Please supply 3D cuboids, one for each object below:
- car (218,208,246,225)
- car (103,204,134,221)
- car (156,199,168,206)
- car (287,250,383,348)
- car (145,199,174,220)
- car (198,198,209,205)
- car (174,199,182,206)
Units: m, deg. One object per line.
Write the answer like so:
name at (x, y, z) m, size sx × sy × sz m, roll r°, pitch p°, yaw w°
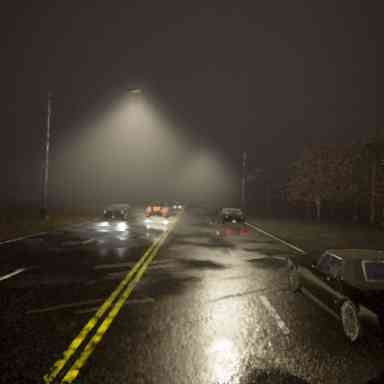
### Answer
car at (3.412, 2.087, 29.109) m, size 1.895 × 1.301 × 4.718 m, roll 2°, pitch 0°, yaw 0°
car at (-6.544, 1.785, 29.892) m, size 1.895 × 1.301 × 4.718 m, roll 2°, pitch -1°, yaw 0°
car at (-6.394, 2.177, 71.127) m, size 1.994 × 1.385 × 4.181 m, roll 2°, pitch -1°, yaw 0°
car at (3.396, 1.810, 6.620) m, size 1.895 × 1.301 × 4.718 m, roll 2°, pitch -1°, yaw 0°
car at (-3.266, 1.680, 32.694) m, size 2.097 × 1.767 × 4.553 m, roll 2°, pitch -1°, yaw 0°
car at (3.376, 2.474, 87.973) m, size 2.097 × 1.767 × 4.553 m, roll 2°, pitch -1°, yaw 0°
car at (-3.141, 2.247, 73.694) m, size 2.128 × 1.511 × 4.902 m, roll 2°, pitch -1°, yaw 0°
